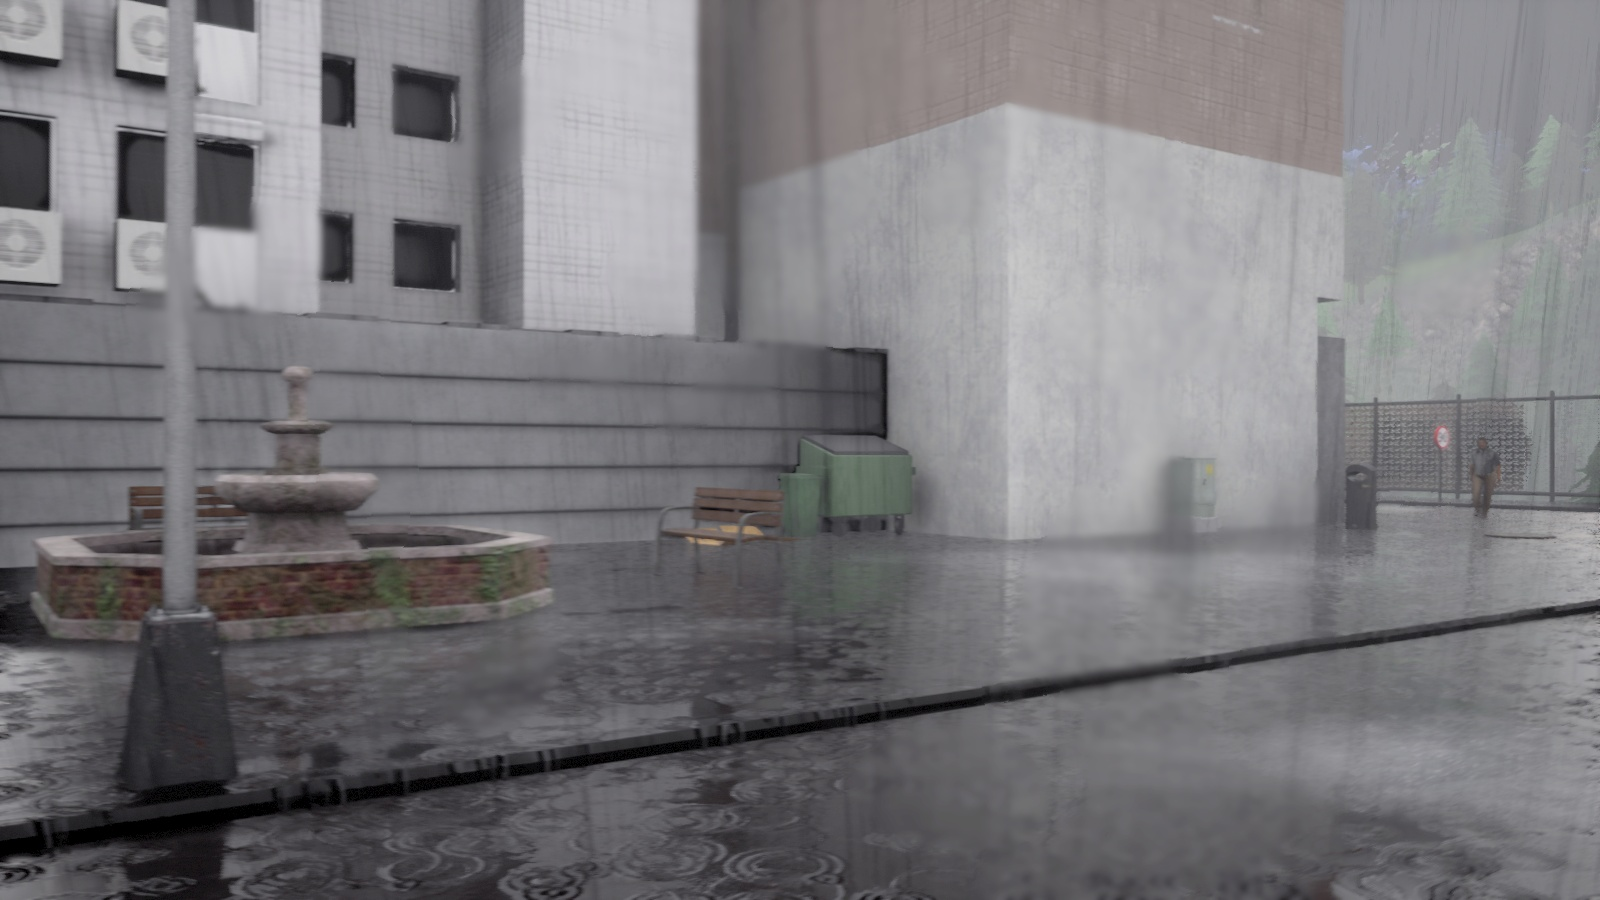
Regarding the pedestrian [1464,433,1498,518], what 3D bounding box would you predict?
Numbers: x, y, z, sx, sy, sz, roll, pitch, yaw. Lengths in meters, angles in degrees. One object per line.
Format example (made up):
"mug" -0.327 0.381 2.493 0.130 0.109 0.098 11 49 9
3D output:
"pedestrian" 14.978 0.549 27.635 0.540 1.848 0.694 0 0 38
